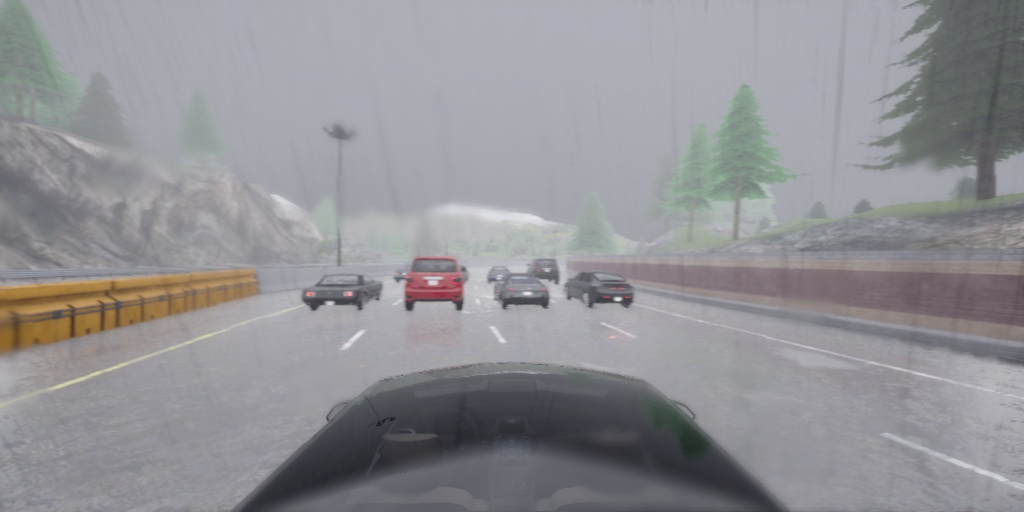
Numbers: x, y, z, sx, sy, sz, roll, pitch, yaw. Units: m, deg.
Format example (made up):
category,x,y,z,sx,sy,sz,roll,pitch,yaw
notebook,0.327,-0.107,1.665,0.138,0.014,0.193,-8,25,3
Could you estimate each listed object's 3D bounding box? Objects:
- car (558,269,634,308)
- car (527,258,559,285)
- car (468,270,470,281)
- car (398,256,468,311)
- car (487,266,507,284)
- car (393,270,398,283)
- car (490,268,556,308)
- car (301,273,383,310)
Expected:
category,x,y,z,sx,sy,sz,roll,pitch,yaw
car,3.778,1.417,16.312,1.837,1.490,4.892,1,0,-8
car,2.494,1.202,29.346,2.150,2.045,5.566,1,0,-3
car,-4.500,1.431,28.980,2.033,1.411,5.357,1,0,-3
car,-3.105,1.018,14.970,2.150,2.045,5.566,1,0,-9
car,-1.006,1.501,29.453,1.994,1.385,4.181,1,0,-2
car,-7.996,1.380,28.810,2.033,1.411,5.357,1,0,-3
car,0.317,1.421,15.793,1.994,1.385,4.181,1,0,-8
car,-6.582,1.350,14.539,1.895,1.301,4.718,1,0,-8
